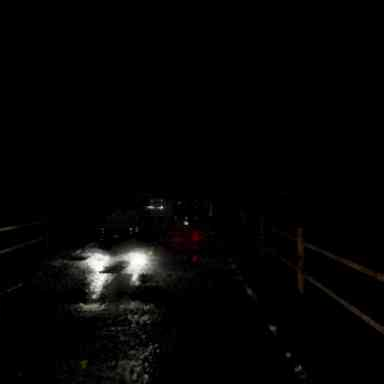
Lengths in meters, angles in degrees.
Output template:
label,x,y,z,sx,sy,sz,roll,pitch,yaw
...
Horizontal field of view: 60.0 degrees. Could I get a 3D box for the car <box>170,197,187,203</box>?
label,x,y,z,sx,sy,sz,roll,pitch,yaw
car,-1.721,1.422,42.553,2.097,1.767,4.553,0,0,-5

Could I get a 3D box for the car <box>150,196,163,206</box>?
label,x,y,z,sx,sy,sz,roll,pitch,yaw
car,-5.875,1.456,55.582,2.097,1.767,4.553,0,0,-6

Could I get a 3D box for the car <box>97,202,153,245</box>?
label,x,y,z,sx,sy,sz,roll,pitch,yaw
car,-3.149,1.496,15.936,1.882,1.535,5.008,0,1,-2

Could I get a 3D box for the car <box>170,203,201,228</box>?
label,x,y,z,sx,sy,sz,roll,pitch,yaw
car,-0.447,1.631,22.674,1.895,1.301,4.718,0,0,-2
